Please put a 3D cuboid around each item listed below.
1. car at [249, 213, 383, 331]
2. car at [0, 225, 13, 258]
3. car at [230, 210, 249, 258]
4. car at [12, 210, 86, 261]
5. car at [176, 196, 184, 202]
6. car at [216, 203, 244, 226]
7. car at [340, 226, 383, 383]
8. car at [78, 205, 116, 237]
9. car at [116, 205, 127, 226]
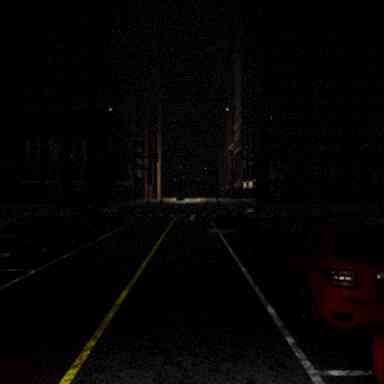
[{"bbox_3d":[2.761,1.326,6.804,2.192,1.841,5.009,0,0,0],"label":"car"},{"bbox_3d":[-5.763,1.594,6.804,1.802,1.307,4.206,0,0,0],"label":"car"},{"bbox_3d":[2.764,1.587,12.440,1.947,1.339,4.313,0,0,0],"label":"car"},{"bbox_3d":[-5.761,1.587,12.441,1.947,1.339,4.313,0,0,0],"label":"car"},{"bbox_3d":[-3.034,1.758,85.443,1.994,1.385,4.181,0,0,0],"label":"car"},{"bbox_3d":[2.767,1.483,23.712,1.967,1.590,4.097,0,0,0],"label":"car"},{"bbox_3d":[2.759,1.317,1.168,2.192,1.841,5.009,0,0,0],"label":"car"},{"bbox_3d":[-5.759,1.598,18.077,1.947,1.339,4.313,0,0,0],"label":"car"},{"bbox_3d":[-5.757,1.594,23.714,2.008,1.369,4.403,0,0,0],"label":"car"}]
